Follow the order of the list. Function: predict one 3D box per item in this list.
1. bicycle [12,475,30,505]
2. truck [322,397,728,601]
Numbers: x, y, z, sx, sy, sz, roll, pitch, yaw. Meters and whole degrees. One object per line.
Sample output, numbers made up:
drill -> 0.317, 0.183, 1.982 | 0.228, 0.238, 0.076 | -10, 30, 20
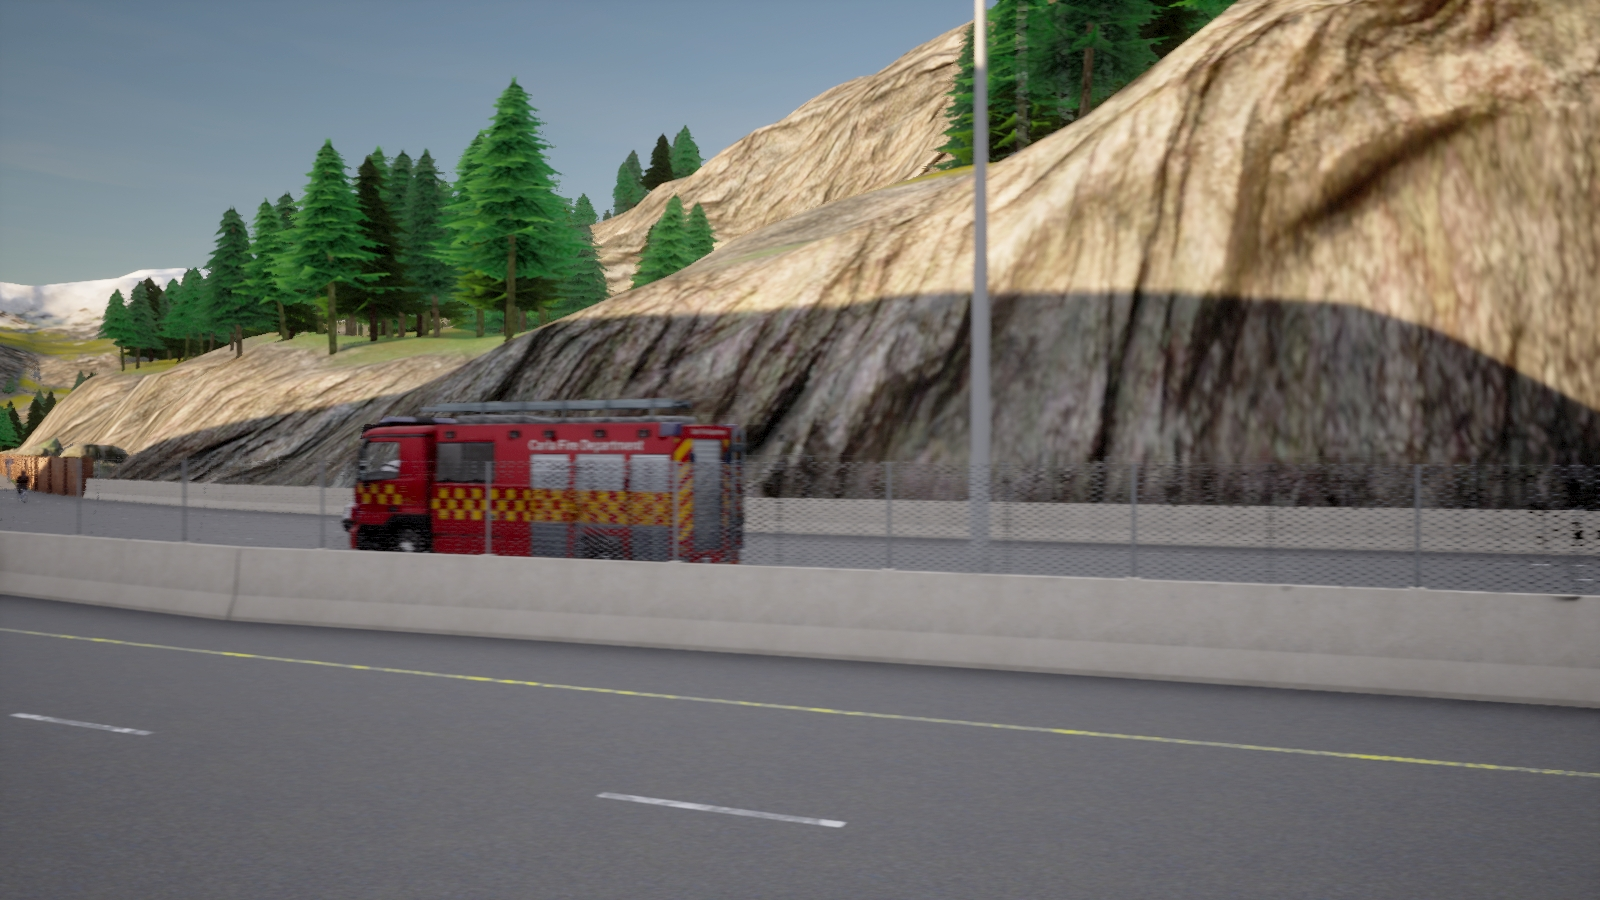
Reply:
bicycle -> -41.041, 2.104, 60.197 | 1.835, 1.489, 0.329 | 0, 0, 41
truck -> -5.968, 0.915, 24.481 | 8.468, 3.827, 2.891 | 0, 0, 25
